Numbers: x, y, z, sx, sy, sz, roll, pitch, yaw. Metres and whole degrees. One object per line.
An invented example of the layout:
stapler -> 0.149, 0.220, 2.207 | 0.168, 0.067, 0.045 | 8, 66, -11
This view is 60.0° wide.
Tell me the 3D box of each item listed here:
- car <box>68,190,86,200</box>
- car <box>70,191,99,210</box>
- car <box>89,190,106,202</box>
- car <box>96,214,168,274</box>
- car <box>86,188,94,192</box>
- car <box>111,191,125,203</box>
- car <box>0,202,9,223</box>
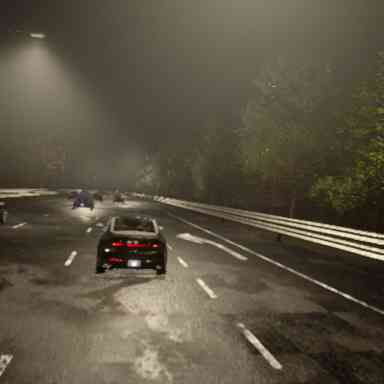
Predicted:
car -> -19.370, 0.565, 55.400 | 1.837, 1.490, 4.892 | 4, -1, -13
car -> -10.743, 1.002, 33.319 | 1.812, 1.442, 4.674 | 4, -1, -13
car -> -15.958, 0.846, 56.128 | 1.812, 1.442, 4.674 | 4, -1, -13
car -> -1.910, 1.443, 10.344 | 1.837, 1.490, 4.892 | 4, 0, -13
car -> -23.290, 0.302, 72.590 | 2.097, 1.767, 4.553 | 4, -1, -13
car -> -12.536, 1.130, 56.821 | 2.033, 1.411, 5.357 | 4, -1, -13
car -> -10.342, 0.840, 15.929 | 2.128, 1.511, 4.902 | 4, 0, -13
